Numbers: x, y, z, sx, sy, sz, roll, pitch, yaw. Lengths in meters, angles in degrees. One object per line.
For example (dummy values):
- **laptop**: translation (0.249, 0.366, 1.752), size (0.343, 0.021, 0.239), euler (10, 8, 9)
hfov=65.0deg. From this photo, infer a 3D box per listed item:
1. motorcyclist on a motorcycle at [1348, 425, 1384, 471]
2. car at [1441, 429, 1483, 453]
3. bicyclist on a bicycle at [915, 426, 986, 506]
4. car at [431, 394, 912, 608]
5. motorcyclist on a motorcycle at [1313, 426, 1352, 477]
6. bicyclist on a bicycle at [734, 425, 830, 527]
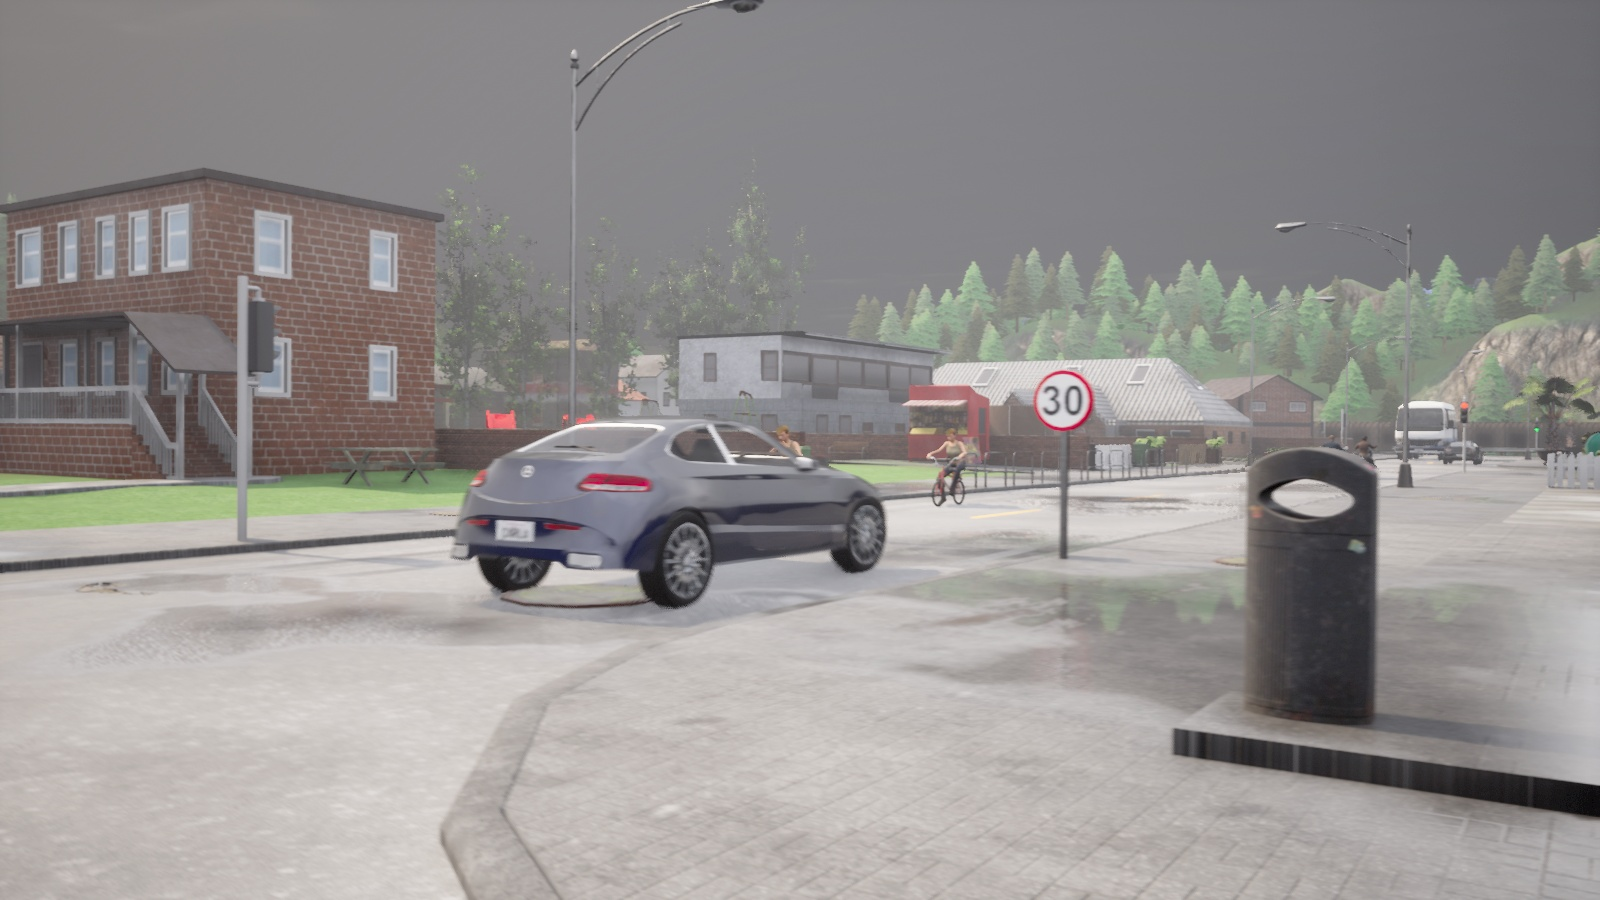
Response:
- **motorcyclist on a motorcycle**: translation (20.852, -0.093, 46.270), size (0.766, 1.649, 2.350), euler (0, 1, 35)
- **car**: translation (40.142, -0.567, 76.099), size (1.812, 1.442, 4.674), euler (0, 1, 33)
- **bicyclist on a bicycle**: translation (3.129, 0.306, 25.986), size (0.866, 1.612, 1.509), euler (0, 1, 33)
- **car**: translation (-0.958, 0.359, 12.410), size (2.152, 1.651, 5.027), euler (0, 1, 30)
- **motorcyclist on a motorcycle**: translation (17.060, 0.021, 40.212), size (0.866, 1.590, 1.817), euler (0, 1, 33)
- **bicyclist on a bicycle**: translation (-0.279, 0.404, 20.699), size (0.866, 1.612, 1.509), euler (0, 1, 33)
